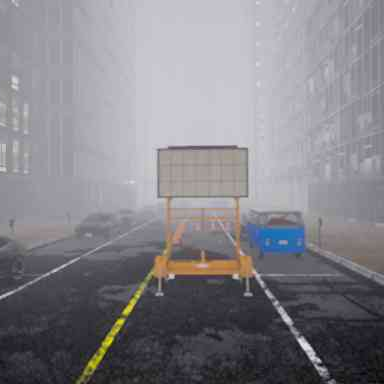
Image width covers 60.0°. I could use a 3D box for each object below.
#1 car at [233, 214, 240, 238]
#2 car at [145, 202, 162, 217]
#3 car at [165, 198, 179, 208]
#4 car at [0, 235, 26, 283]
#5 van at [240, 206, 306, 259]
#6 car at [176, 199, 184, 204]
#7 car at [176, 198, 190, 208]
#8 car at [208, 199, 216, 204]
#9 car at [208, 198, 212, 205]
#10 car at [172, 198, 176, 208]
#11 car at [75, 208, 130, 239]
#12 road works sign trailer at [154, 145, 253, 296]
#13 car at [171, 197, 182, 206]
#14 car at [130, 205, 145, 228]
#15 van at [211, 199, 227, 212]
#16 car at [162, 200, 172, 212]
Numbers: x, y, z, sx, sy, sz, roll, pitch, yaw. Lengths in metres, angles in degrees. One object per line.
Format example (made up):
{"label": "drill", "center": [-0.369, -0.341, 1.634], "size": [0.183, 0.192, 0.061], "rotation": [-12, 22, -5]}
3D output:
{"label": "car", "center": [3.255, 1.769, 18.638], "size": [1.802, 1.307, 4.206], "rotation": [-1, -1, 2]}
{"label": "car", "center": [-4.648, 2.008, 35.955], "size": [1.802, 1.307, 4.206], "rotation": [-1, -1, 2]}
{"label": "car", "center": [-3.859, 2.033, 64.429], "size": [2.192, 1.841, 5.009], "rotation": [-1, -1, 2]}
{"label": "car", "center": [-5.439, 1.685, 7.483], "size": [1.947, 1.339, 4.313], "rotation": [-1, -1, 2]}
{"label": "van", "center": [3.094, 1.467, 12.947], "size": [1.690, 1.788, 3.998], "rotation": [-1, -1, 2]}
{"label": "car", "center": [-3.223, 2.522, 87.206], "size": [1.802, 1.307, 4.206], "rotation": [-1, -1, 2]}
{"label": "car", "center": [-1.332, 2.165, 58.336], "size": [1.812, 1.442, 4.674], "rotation": [0, -1, 2]}
{"label": "car", "center": [5.153, 2.436, 86.973], "size": [2.008, 1.369, 4.403], "rotation": [-1, -1, 2]}
{"label": "car", "center": [4.837, 2.326, 75.583], "size": [2.008, 1.369, 4.403], "rotation": [-1, -1, 2]}
{"label": "car", "center": [-4.014, 2.227, 58.732], "size": [1.947, 1.339, 4.313], "rotation": [-1, -1, 2]}
{"label": "car", "center": [-5.122, 1.809, 18.871], "size": [1.947, 1.339, 4.313], "rotation": [-1, -1, 2]}
{"label": "road works sign trailer", "center": [0.290, 0.563, 8.918], "size": [2.380, 3.560, 2.880], "rotation": [0, -1, 2]}
{"label": "car", "center": [-3.542, 2.145, 75.819], "size": [2.192, 1.841, 5.009], "rotation": [-1, -1, 2]}
{"label": "car", "center": [-4.964, 1.849, 24.566], "size": [1.887, 1.381, 4.507], "rotation": [-1, -1, 2]}
{"label": "van", "center": [4.044, 1.831, 47.113], "size": [1.690, 1.788, 3.998], "rotation": [-1, -1, 2]}
{"label": "car", "center": [-4.332, 2.127, 47.344], "size": [1.802, 1.307, 4.206], "rotation": [-1, -1, 2]}
